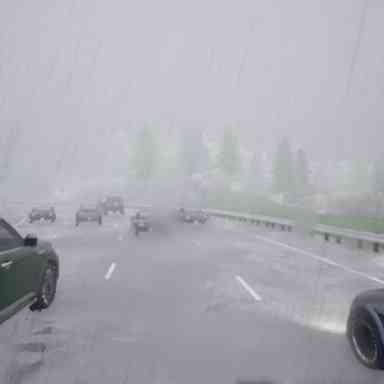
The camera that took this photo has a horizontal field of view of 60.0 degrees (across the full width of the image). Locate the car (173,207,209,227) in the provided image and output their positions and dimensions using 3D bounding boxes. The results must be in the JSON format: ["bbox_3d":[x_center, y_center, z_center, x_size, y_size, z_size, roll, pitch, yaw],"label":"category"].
[{"bbox_3d":[-0.321,1.765,24.700,1.895,1.301,4.718,0,0,-16],"label":"car"}]

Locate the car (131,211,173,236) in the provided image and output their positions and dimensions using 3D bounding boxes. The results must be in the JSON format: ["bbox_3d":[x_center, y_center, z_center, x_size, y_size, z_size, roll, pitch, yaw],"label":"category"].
[{"bbox_3d":[-2.606,1.744,19.696,1.895,1.301,4.718,0,0,-14],"label":"car"}]

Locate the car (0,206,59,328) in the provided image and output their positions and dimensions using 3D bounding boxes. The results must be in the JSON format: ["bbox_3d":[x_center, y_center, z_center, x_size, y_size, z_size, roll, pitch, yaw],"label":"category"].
[{"bbox_3d":[-3.761,1.273,4.750,2.150,2.045,5.566,0,0,-4],"label":"car"}]

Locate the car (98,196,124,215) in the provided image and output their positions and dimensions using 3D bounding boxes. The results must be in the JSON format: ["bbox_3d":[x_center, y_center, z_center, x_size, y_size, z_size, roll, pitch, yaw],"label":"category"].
[{"bbox_3d":[-9.389,1.519,38.127,2.150,2.045,5.566,0,-1,-27],"label":"car"}]

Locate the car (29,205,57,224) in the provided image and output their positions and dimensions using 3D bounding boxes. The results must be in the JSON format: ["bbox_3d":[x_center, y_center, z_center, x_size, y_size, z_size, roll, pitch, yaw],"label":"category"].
[{"bbox_3d":[-12.561,1.850,28.208,1.895,1.301,4.718,0,0,-21],"label":"car"}]

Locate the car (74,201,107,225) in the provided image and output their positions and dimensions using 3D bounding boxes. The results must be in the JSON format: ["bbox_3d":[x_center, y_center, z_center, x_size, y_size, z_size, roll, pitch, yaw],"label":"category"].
[{"bbox_3d":[-8.077,1.704,25.945,2.128,1.511,4.902,0,0,-19],"label":"car"}]

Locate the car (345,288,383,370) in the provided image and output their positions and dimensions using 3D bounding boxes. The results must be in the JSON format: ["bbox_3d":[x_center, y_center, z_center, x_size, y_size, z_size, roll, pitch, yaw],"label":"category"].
[{"bbox_3d":[3.253,1.569,3.127,1.994,1.385,4.181,0,0,-2],"label":"car"}]
